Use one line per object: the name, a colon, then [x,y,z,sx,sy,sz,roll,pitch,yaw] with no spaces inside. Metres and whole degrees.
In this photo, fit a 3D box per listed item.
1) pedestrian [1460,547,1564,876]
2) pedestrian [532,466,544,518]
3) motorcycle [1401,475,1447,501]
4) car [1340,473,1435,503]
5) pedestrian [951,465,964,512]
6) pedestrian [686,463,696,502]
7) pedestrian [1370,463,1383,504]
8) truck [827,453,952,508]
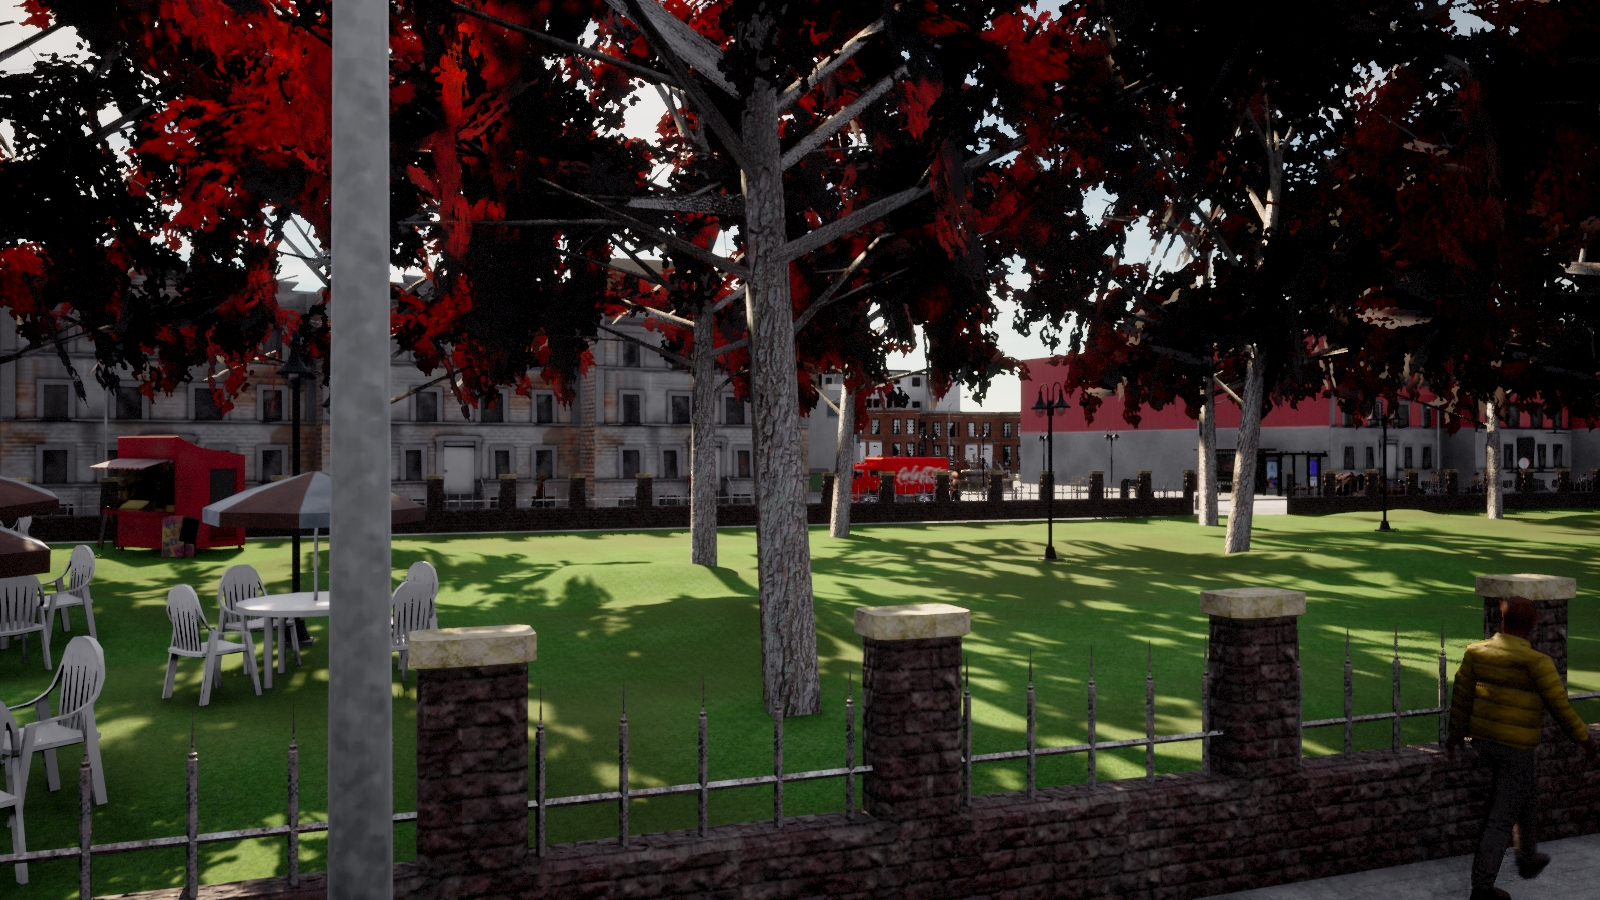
pedestrian: [4.250,1.527,6.832,0.375,1.860,0.375,0,0,-20]
pedestrian: [-9.462,1.527,41.252,0.375,1.860,0.375,0,0,-16]
motorcycle: [32.579,1.970,59.645,2.356,1.277,0.764,0,0,-20]
car: [30.204,1.935,58.778,4.181,1.385,1.994,-1,0,-20]
pedestrian: [6.269,1.532,45.552,0.375,1.860,0.375,0,0,-36]
pedestrian: [-5.156,1.530,53.886,0.375,1.860,0.375,0,0,-24]
pedestrian: [26.371,1.542,52.261,0.375,1.860,0.375,0,0,-20]
truck: [4.166,1.357,53.542,5.204,2.467,2.627,0,0,-20]
